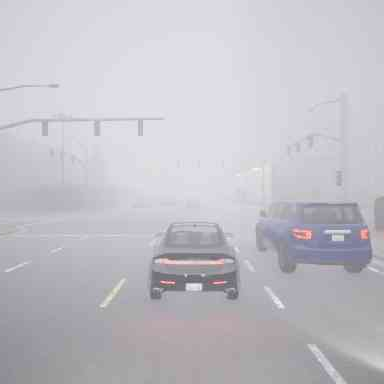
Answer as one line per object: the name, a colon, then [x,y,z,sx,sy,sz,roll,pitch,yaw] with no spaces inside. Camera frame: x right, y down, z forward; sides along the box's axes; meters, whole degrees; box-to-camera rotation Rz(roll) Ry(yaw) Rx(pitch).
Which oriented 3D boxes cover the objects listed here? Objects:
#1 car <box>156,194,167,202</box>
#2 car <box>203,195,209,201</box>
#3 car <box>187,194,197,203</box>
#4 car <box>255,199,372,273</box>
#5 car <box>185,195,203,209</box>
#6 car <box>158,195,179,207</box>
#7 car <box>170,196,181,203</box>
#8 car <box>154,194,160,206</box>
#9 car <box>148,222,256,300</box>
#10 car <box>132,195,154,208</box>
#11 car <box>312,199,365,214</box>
car: [-6.992,1.355,76.460,2.097,1.767,4.553,0,0,0]
car: [3.509,1.525,88.823,2.128,1.511,4.902,0,0,0]
car: [0.016,1.355,72.774,2.097,1.767,4.553,0,0,0]
car: [3.572,1.221,10.834,2.150,2.045,5.566,0,0,0]
car: [0.064,1.490,45.041,2.128,1.511,4.902,0,0,1]
car: [-3.581,1.547,51.885,2.033,1.411,5.357,0,0,0]
car: [-3.493,1.540,71.880,2.033,1.411,5.357,0,0,0]
car: [-7.079,1.352,56.092,2.097,1.767,4.553,0,0,0]
car: [0.058,1.492,8.391,2.128,1.511,4.902,0,0,0]
car: [-7.140,1.352,47.268,2.097,1.767,4.553,0,0,2]
car: [15.586,1.560,35.628,4.892,1.490,1.837,0,0,0]
